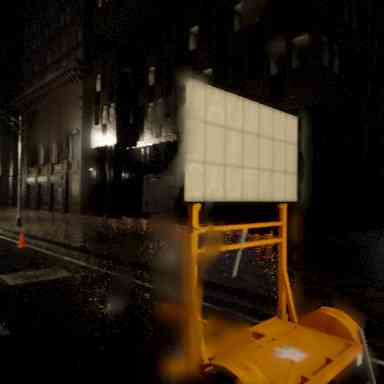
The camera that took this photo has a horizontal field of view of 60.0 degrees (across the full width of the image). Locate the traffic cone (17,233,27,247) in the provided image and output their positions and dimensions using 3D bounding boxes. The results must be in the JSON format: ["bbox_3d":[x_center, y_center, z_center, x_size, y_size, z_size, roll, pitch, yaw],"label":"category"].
[{"bbox_3d":[-7.481,2.080,14.616,0.340,0.580,0.340,2,-1,-44],"label":"traffic cone"}]

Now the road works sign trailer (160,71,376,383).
[{"bbox_3d":[0.546,0.543,4.282,2.380,3.560,2.880,2,-1,-44],"label":"road works sign trailer"}]
